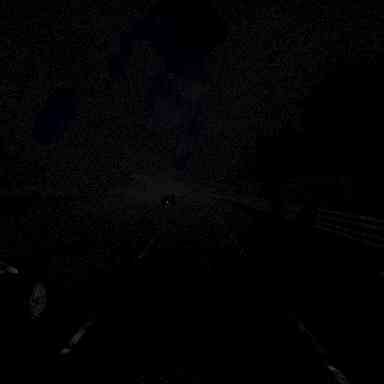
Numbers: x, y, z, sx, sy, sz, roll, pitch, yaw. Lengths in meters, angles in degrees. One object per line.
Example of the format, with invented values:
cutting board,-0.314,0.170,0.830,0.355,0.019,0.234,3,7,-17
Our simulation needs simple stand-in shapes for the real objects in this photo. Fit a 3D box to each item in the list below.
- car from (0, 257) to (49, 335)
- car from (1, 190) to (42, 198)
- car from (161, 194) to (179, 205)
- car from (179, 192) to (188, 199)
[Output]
car,-3.483,1.438,4.054,2.128,1.511,4.902,0,1,0
car,-20.797,0.738,41.449,2.150,2.045,5.566,0,0,1
car,-3.238,1.008,46.559,1.837,1.490,4.892,0,0,0
car,-2.965,1.190,94.183,2.033,1.411,5.357,0,0,0
